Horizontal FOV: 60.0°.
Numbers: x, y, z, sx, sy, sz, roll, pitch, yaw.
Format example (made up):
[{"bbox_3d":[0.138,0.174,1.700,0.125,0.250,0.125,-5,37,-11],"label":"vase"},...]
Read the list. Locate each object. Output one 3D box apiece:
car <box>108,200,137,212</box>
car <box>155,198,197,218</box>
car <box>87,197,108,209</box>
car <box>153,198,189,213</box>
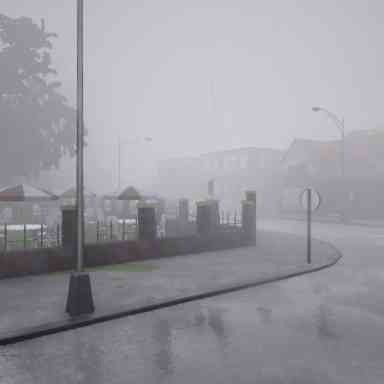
[{"bbox_3d":[-7.210,1.547,37.659,2.033,1.411,5.357,0,0,-35],"label":"car"},{"bbox_3d":[-1.474,1.492,29.628,2.128,1.511,4.902,0,0,-36],"label":"car"},{"bbox_3d":[-13.051,1.505,45.899,1.837,1.490,4.892,0,0,-35],"label":"car"},{"bbox_3d":[-2.505,1.477,38.268,1.882,1.535,5.008,0,0,-35],"label":"car"}]
